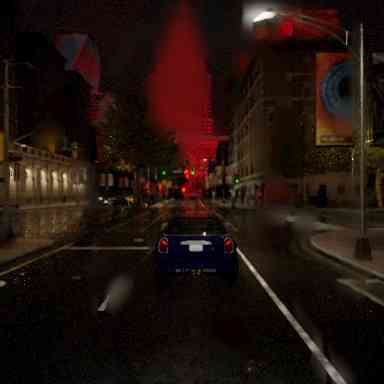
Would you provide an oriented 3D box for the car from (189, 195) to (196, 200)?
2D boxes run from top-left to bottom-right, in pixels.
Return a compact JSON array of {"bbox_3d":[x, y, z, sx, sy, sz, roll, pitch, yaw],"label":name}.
[{"bbox_3d":[0.163,1.590,93.151,2.033,1.411,5.357,0,0,0],"label":"car"}]

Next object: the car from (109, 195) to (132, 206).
[{"bbox_3d":[-11.488,1.554,53.800,1.812,1.442,4.674,0,0,0],"label":"car"}]

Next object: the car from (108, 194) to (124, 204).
[{"bbox_3d":[-14.886,1.386,65.078,2.097,1.767,4.553,0,0,0],"label":"car"}]

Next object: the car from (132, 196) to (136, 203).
[{"bbox_3d":[-11.419,1.511,62.948,1.882,1.535,5.008,0,0,1],"label":"car"}]

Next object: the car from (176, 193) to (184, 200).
[{"bbox_3d":[-3.336,1.275,93.394,2.150,2.045,5.566,0,0,0],"label":"car"}]

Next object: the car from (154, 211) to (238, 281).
[{"bbox_3d":[0.107,1.357,10.068,2.097,1.767,4.553,0,0,0],"label":"car"}]

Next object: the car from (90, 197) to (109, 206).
[{"bbox_3d":[-14.981,1.576,54.968,2.033,1.411,5.357,0,0,0],"label":"car"}]

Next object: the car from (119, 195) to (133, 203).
[{"bbox_3d":[-14.868,1.565,75.479,2.128,1.511,4.902,0,0,0],"label":"car"}]

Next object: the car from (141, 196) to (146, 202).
[{"bbox_3d":[-11.373,1.591,72.821,1.994,1.385,4.181,0,0,0],"label":"car"}]

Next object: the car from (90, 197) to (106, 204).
[{"bbox_3d":[-18.137,1.629,64.465,1.895,1.301,4.718,0,0,0],"label":"car"}]
